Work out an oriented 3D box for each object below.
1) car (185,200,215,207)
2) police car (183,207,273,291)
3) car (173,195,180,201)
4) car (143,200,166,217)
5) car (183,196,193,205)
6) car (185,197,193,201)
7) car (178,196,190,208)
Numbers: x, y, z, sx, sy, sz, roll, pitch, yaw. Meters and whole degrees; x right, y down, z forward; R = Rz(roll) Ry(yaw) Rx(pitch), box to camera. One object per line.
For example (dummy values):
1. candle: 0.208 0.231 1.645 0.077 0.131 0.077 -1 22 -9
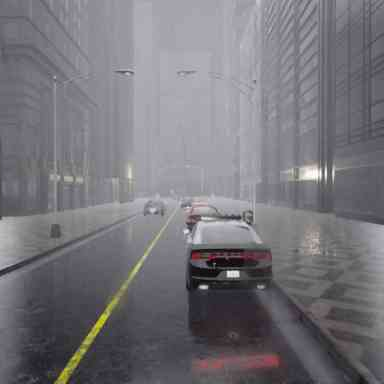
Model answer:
1. car: 0.666 1.476 19.077 1.882 1.535 5.008 0 0 -1
2. police car: 0.787 1.424 9.188 1.930 1.638 5.238 0 0 -1
3. car: -4.071 1.546 88.039 2.033 1.411 5.357 0 0 -1
4. car: -3.487 1.489 31.599 2.128 1.511 4.902 0 0 -1
5. car: -0.733 1.523 60.289 1.812 1.442 4.674 0 0 -1
6. car: 0.591 1.453 25.267 1.801 1.575 5.366 0 0 -1
7. car: -0.557 1.598 46.676 1.895 1.301 4.718 0 0 0
